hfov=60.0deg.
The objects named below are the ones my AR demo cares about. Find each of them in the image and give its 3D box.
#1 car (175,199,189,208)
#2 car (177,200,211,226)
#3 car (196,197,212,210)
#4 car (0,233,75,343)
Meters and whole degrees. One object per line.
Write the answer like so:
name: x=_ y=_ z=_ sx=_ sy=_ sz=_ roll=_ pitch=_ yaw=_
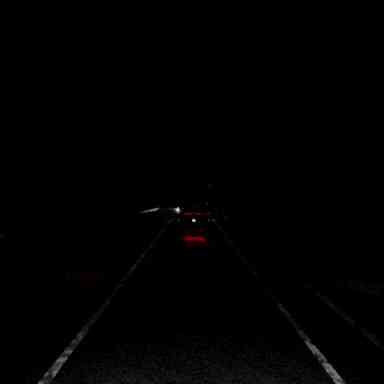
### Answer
car: x=-1.163 y=1.691 z=49.934 sx=1.994 sy=1.385 sz=4.181 roll=-1 pitch=0 yaw=10
car: x=0.138 y=1.559 z=23.737 sx=1.837 sy=1.490 sz=4.892 roll=0 pitch=0 yaw=0
car: x=1.353 y=1.415 z=41.879 sx=2.097 sy=1.767 sz=4.553 roll=-1 pitch=0 yaw=7
car: x=-3.597 y=1.539 z=5.996 sx=1.812 sy=1.442 sz=4.674 roll=0 pitch=0 yaw=0
